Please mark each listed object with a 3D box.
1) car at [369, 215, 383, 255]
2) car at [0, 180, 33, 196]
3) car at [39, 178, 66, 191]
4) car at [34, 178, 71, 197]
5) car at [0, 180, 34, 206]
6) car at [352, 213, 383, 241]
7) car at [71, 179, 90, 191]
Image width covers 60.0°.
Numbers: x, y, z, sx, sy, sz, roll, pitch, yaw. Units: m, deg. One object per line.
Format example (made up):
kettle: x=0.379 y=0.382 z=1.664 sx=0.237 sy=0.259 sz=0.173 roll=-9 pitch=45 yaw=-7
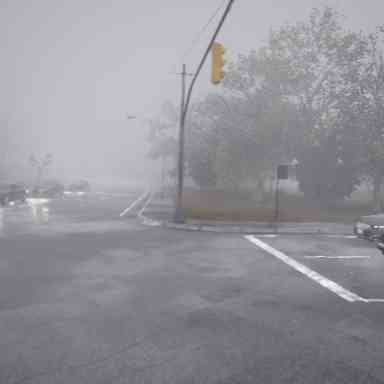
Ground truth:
car: x=7.538 y=1.461 z=8.748 sx=4.718 sy=1.301 sz=1.895 roll=2 pitch=2 yaw=-8
car: x=-17.398 y=-0.445 z=32.560 sx=1.812 sy=1.442 sz=4.674 roll=2 pitch=3 yaw=-5
car: x=-18.415 y=-1.023 z=44.100 sx=1.837 sy=1.490 sz=4.892 roll=2 pitch=3 yaw=-6
car: x=-13.893 y=-0.364 z=32.585 sx=2.128 sy=1.511 sz=4.902 roll=2 pitch=3 yaw=-5
car: x=-13.153 y=0.075 z=23.254 sx=1.837 sy=1.490 sz=4.892 roll=2 pitch=2 yaw=-5
car: x=8.546 y=1.231 z=12.410 sx=4.902 sy=1.511 sz=2.128 roll=2 pitch=2 yaw=-8
car: x=-14.917 y=-0.943 z=44.279 sx=1.882 sy=1.535 sz=5.008 roll=2 pitch=2 yaw=-5
